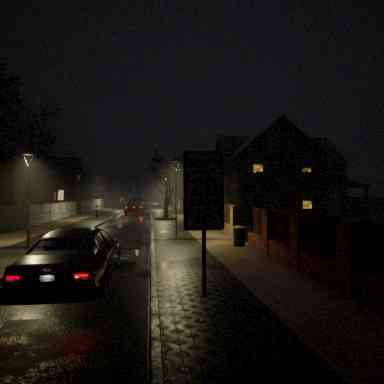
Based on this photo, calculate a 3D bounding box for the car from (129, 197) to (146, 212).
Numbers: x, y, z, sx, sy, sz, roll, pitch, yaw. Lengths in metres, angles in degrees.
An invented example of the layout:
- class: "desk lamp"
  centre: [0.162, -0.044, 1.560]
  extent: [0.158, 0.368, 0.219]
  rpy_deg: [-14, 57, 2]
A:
- class: "car"
  centre: [-7.872, 1.704, 48.435]
  extent: [2.150, 2.045, 5.566]
  rpy_deg: [0, -1, -7]

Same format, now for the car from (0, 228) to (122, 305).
- class: "car"
  centre: [-2.923, 1.628, 8.496]
  extent: [2.033, 1.411, 5.357]
  rpy_deg: [0, -1, -7]

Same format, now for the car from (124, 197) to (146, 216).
- class: "car"
  centre: [-6.576, 1.732, 38.370]
  extent: [2.097, 1.767, 4.553]
  rpy_deg: [0, -1, -6]
